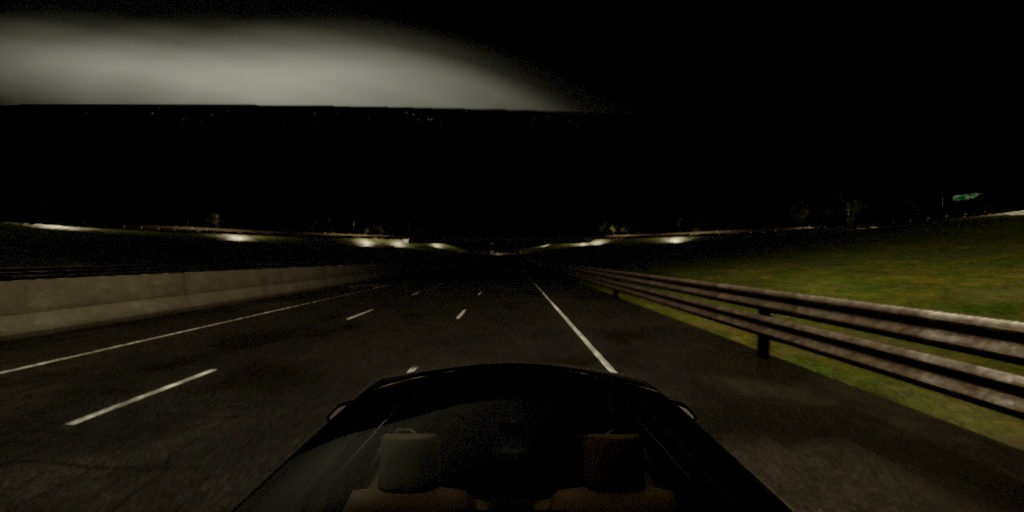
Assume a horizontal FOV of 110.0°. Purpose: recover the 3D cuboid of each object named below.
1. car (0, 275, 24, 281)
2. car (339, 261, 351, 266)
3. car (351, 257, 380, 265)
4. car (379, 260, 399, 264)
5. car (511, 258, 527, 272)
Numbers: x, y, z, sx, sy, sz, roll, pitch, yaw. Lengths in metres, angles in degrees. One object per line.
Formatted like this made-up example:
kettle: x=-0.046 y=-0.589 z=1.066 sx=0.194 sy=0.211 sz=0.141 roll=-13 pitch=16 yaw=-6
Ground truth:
car: x=-17.601 y=1.295 z=11.159 sx=1.812 sy=1.442 sz=4.674 roll=0 pitch=0 yaw=0
car: x=-24.579 y=1.550 z=54.135 sx=1.812 sy=1.442 sz=4.674 roll=0 pitch=0 yaw=0
car: x=-21.072 y=1.233 z=52.999 sx=2.150 sy=2.045 sz=5.566 roll=0 pitch=-1 yaw=0
car: x=-17.575 y=1.583 z=53.249 sx=1.994 sy=1.385 sz=4.181 roll=0 pitch=0 yaw=0
car: x=1.176 y=1.499 z=53.398 sx=1.882 sy=1.535 sz=5.008 roll=0 pitch=0 yaw=0
